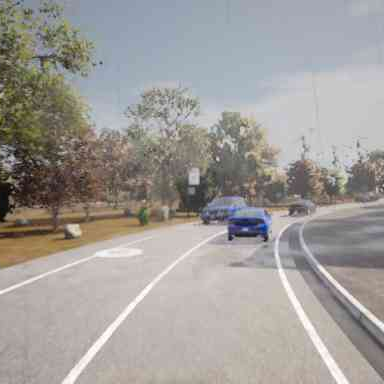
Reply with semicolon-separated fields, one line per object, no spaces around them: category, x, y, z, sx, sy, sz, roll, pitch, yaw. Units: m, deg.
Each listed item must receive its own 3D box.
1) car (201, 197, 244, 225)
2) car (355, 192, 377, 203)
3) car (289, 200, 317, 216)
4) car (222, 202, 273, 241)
car;2.591;1.399;25.588;2.150;2.045;5.566;-2;-1;25
car;29.487;0.881;56.428;4.553;1.767;2.097;-3;-2;-39
car;11.250;1.542;33.649;1.837;1.490;4.892;-4;-2;34
car;3.083;1.526;17.173;1.882;1.535;5.008;-2;-1;17
